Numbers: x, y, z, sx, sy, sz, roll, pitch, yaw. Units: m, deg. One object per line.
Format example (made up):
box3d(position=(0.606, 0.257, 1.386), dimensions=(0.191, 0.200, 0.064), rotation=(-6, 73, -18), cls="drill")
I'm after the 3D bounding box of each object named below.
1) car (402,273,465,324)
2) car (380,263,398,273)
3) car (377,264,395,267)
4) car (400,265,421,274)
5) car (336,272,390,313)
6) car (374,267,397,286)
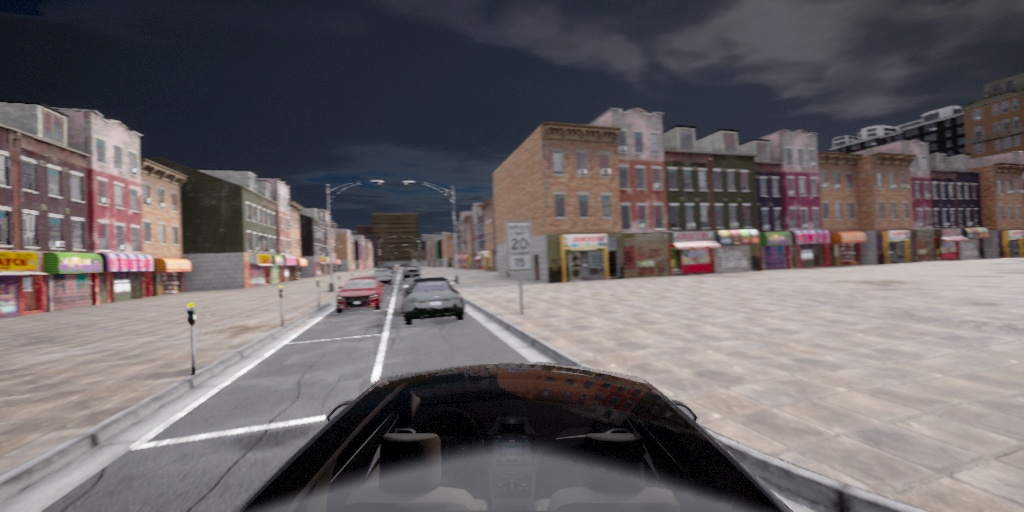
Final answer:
box3d(position=(-2.950, 1.474, 13.032), dimensions=(1.994, 1.385, 4.181), rotation=(-2, 0, -17), cls="car")
box3d(position=(-17.127, 1.927, 48.888), dimensions=(2.150, 2.045, 5.566), rotation=(-2, 0, -17), cls="car")
box3d(position=(-15.096, 2.074, 42.153), dimensions=(1.837, 1.490, 4.892), rotation=(-2, 0, -17), cls="car")
box3d(position=(-11.173, 1.892, 39.864), dimensions=(1.837, 1.490, 4.892), rotation=(-2, 0, -17), cls="car")
box3d(position=(-6.745, 1.630, 16.265), dimensions=(1.888, 1.381, 4.507), rotation=(0, 0, -17), cls="car")
box3d(position=(-11.566, 1.927, 32.022), dimensions=(1.948, 1.339, 4.313), rotation=(0, 0, -17), cls="car")
